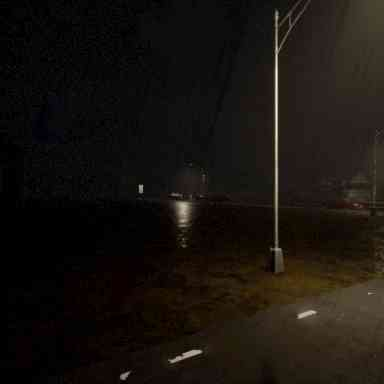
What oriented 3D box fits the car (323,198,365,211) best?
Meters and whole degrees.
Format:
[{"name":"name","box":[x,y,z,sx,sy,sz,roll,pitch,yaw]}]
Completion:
[{"name":"car","box":[16.443,1.351,36.166,1.994,1.385,4.181,2,0,-35]}]

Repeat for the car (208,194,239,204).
[{"name":"car","box":[5.211,1.054,52.030,1.882,1.535,5.008,2,-1,-35]}]

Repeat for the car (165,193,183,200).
[{"name":"car","box":[-3.999,0.954,71.235,1.895,1.301,4.718,2,-1,-35]}]

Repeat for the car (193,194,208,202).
[{"name":"car","box":[2.043,1.098,62.709,1.837,1.490,4.892,2,-1,-35]}]
